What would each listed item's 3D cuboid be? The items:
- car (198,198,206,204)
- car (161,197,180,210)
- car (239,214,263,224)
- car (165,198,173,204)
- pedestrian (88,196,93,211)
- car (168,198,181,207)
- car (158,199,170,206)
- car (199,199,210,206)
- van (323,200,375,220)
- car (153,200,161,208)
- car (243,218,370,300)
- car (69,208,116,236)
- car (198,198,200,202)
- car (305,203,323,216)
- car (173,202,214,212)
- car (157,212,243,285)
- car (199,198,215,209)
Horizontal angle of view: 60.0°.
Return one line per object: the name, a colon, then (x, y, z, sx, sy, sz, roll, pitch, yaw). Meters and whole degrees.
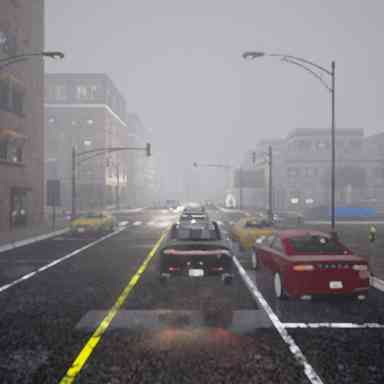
car: (2.518, 2.263, 86.451, 2.008, 1.369, 4.403, -1, -1, 0)
car: (-3.191, 1.915, 49.839, 1.812, 1.442, 4.674, 0, 0, 0)
car: (2.658, 1.632, 14.275, 1.752, 1.417, 4.829, 0, 0, 0)
car: (-5.863, 2.236, 86.253, 1.752, 1.417, 4.829, 0, -1, 0)
pedestrian: (-12.711, 1.389, 41.660, 0.375, 1.860, 0.375, 0, 0, -1)
car: (-3.178, 1.985, 61.800, 2.128, 1.511, 4.902, 0, -1, 0)
car: (-5.829, 2.109, 69.333, 2.008, 1.369, 4.403, 0, -1, 0)
car: (2.551, 2.109, 69.362, 2.008, 1.369, 4.403, 0, -1, 0)
van: (14.599, 1.640, 30.591, 3.998, 1.788, 1.690, 0, 0, -1)
car: (-5.808, 2.010, 57.940, 2.008, 1.369, 4.403, 0, 0, 0)
car: (2.669, 1.607, 8.408, 1.887, 1.381, 4.507, 0, 0, 0)
car: (-5.734, 1.673, 19.620, 1.752, 1.417, 4.829, 0, 0, 0)
car: (2.562, 2.091, 63.665, 1.802, 1.307, 4.206, 0, -1, 0)
car: (14.594, 1.866, 36.379, 4.181, 1.385, 1.994, 0, 0, 0)
car: (0.255, 1.659, 22.121, 2.128, 1.511, 4.902, 0, 0, 4)
car: (0.083, 1.565, 9.703, 2.128, 1.511, 4.902, 0, 0, 0)
car: (2.583, 1.850, 52.273, 1.967, 1.590, 4.097, 0, 0, 0)
